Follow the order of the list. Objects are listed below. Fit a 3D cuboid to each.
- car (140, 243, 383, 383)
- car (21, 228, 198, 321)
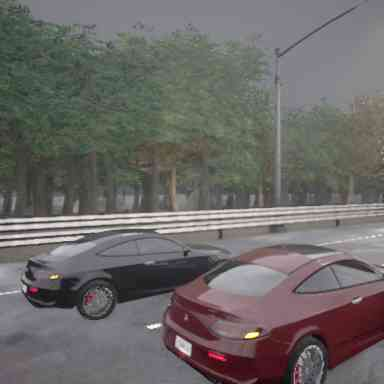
[{"bbox_3d":[1.775,1.528,5.015,4.674,1.442,1.812,0,0,-36],"label":"car"},{"bbox_3d":[-1.103,1.528,7.259,4.674,1.442,1.812,0,0,-35],"label":"car"}]
